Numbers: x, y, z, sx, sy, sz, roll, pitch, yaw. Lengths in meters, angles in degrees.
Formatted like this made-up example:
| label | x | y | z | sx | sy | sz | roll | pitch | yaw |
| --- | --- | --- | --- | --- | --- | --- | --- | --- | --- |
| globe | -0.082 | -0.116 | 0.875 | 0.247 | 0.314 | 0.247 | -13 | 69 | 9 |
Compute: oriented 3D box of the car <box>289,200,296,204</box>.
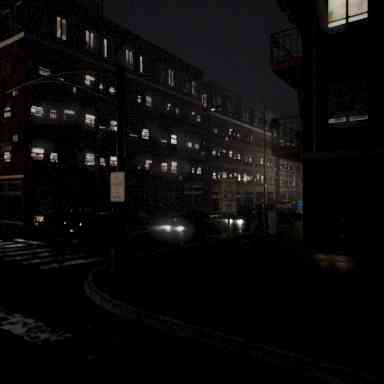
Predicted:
| label | x | y | z | sx | sy | sz | roll | pitch | yaw |
| --- | --- | --- | --- | --- | --- | --- | --- | --- | --- |
| car | 11.715 | 2.046 | 44.700 | 2.150 | 2.045 | 5.566 | 0 | -1 | 35 |

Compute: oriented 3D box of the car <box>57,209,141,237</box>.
| label | x | y | z | sx | sy | sz | roll | pitch | yaw |
| --- | --- | --- | --- | --- | --- | --- | --- | --- | --- |
| car | -5.418 | 1.881 | 20.308 | 1.895 | 1.301 | 4.718 | 0 | -1 | 36 |

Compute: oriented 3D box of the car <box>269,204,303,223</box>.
| label | x | y | z | sx | sy | sz | roll | pitch | yaw |
| --- | --- | --- | --- | --- | --- | --- | --- | --- | --- |
| car | 8.969 | 2.118 | 30.827 | 2.008 | 1.369 | 4.403 | -2 | -2 | 35 |

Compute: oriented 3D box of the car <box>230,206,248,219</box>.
| label | x | y | z | sx | sy | sz | roll | pitch | yaw |
| --- | --- | --- | --- | --- | --- | --- | --- | --- | --- |
| car | 5.537 | 2.192 | 35.955 | 1.994 | 1.385 | 4.181 | 0 | -1 | 34 |

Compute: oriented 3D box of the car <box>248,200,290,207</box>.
| label | x | y | z | sx | sy | sz | roll | pitch | yaw |
| --- | --- | --- | --- | --- | --- | --- | --- | --- | --- |
| car | 7.877 | 1.960 | 33.705 | 2.097 | 1.767 | 4.553 | 0 | -1 | 35 |

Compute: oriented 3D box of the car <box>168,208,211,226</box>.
| label | x | y | z | sx | sy | sz | roll | pitch | yaw |
| --- | --- | --- | --- | --- | --- | --- | --- | --- | --- |
| car | -0.177 | 2.010 | 27.781 | 1.994 | 1.385 | 4.181 | 0 | -1 | 34 |

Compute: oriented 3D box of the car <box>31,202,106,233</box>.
| label | x | y | z | sx | sy | sz | roll | pitch | yaw |
| --- | --- | --- | --- | --- | --- | --- | --- | --- | --- |
| car | -7.679 | 1.599 | 21.591 | 2.192 | 1.841 | 5.009 | -1 | -2 | 35 |

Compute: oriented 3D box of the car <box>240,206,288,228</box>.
| label | x | y | z | sx | sy | sz | roll | pitch | yaw |
| --- | --- | --- | --- | --- | --- | --- | --- | --- | --- |
| car | 5.712 | 2.046 | 26.167 | 1.802 | 1.307 | 4.206 | -2 | -2 | 35 |

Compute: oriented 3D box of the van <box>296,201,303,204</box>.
| label | x | y | z | sx | sy | sz | roll | pitch | yaw |
| --- | --- | --- | --- | --- | --- | --- | --- | --- | --- |
| van | 18.376 | 2.460 | 58.855 | 1.690 | 1.788 | 3.998 | -1 | -2 | 35 |
